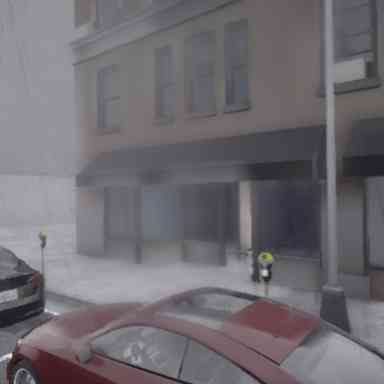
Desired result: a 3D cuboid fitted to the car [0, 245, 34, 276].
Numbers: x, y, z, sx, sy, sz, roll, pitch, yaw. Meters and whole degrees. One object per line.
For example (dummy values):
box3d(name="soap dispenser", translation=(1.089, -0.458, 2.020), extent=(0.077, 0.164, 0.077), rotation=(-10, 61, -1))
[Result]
box3d(name="car", translation=(-4.522, 1.661, 6.303), extent=(4.313, 1.339, 1.947), rotation=(-1, -1, 35))

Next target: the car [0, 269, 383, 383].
box3d(name="car", translation=(-0.024, 1.604, 3.098), extent=(4.206, 1.307, 1.802), rotation=(-1, -1, 35))
